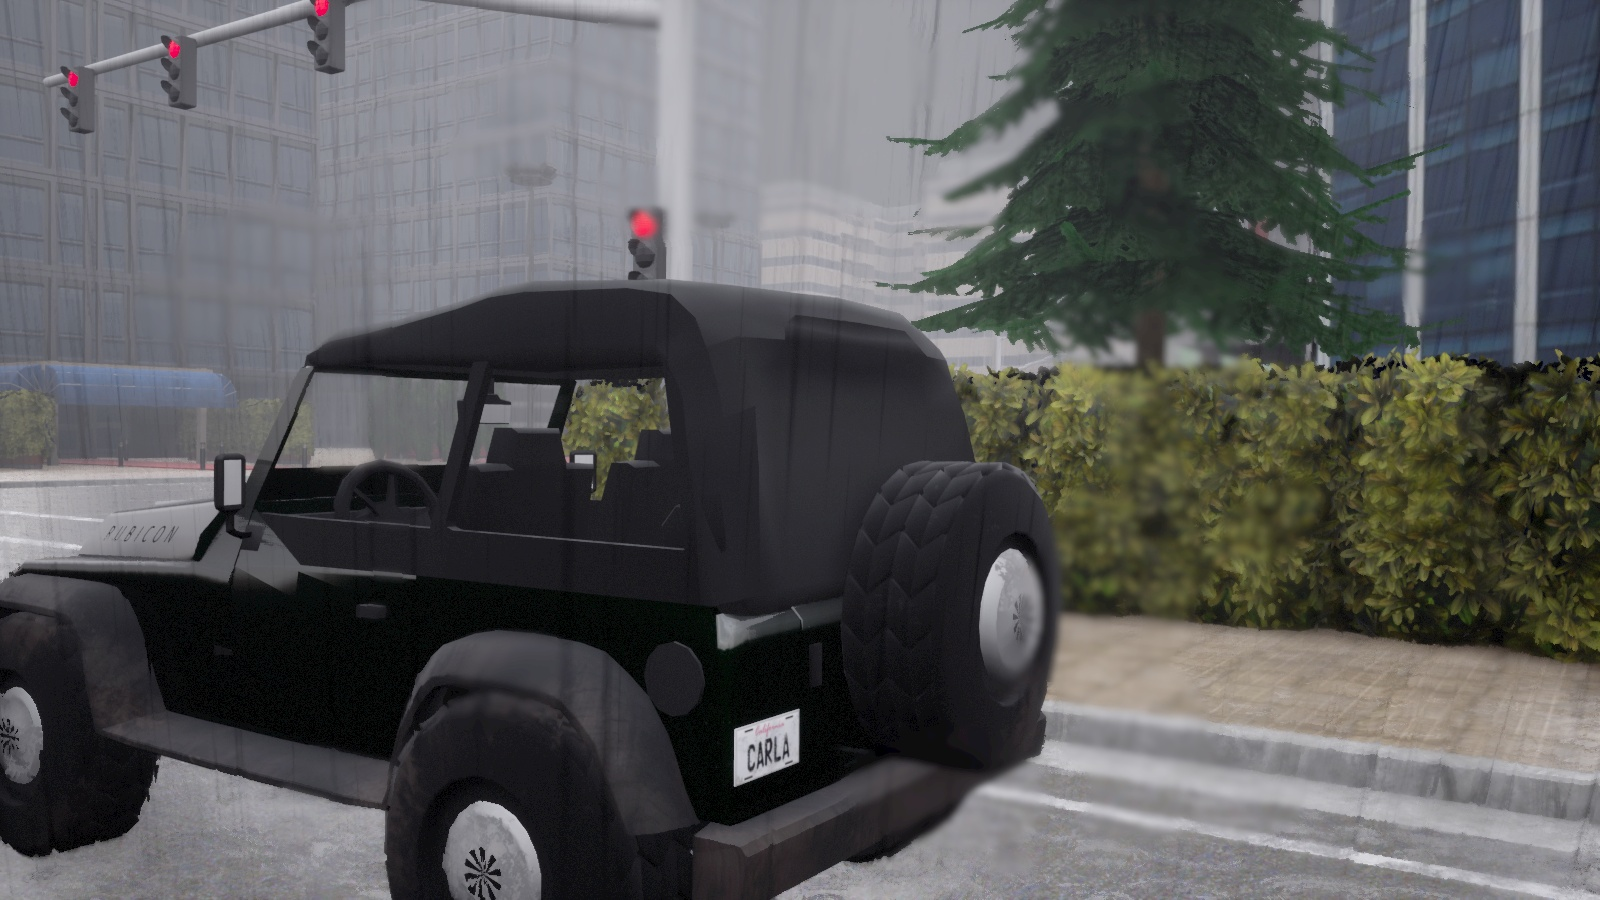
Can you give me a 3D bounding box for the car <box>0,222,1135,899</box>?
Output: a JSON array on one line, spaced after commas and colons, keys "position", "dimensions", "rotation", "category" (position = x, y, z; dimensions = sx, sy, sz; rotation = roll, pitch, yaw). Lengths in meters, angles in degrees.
[{"position": [-1.061, 0.478, 4.325], "dimensions": [3.866, 1.878, 1.905], "rotation": [0, 1, 34], "category": "car"}]
